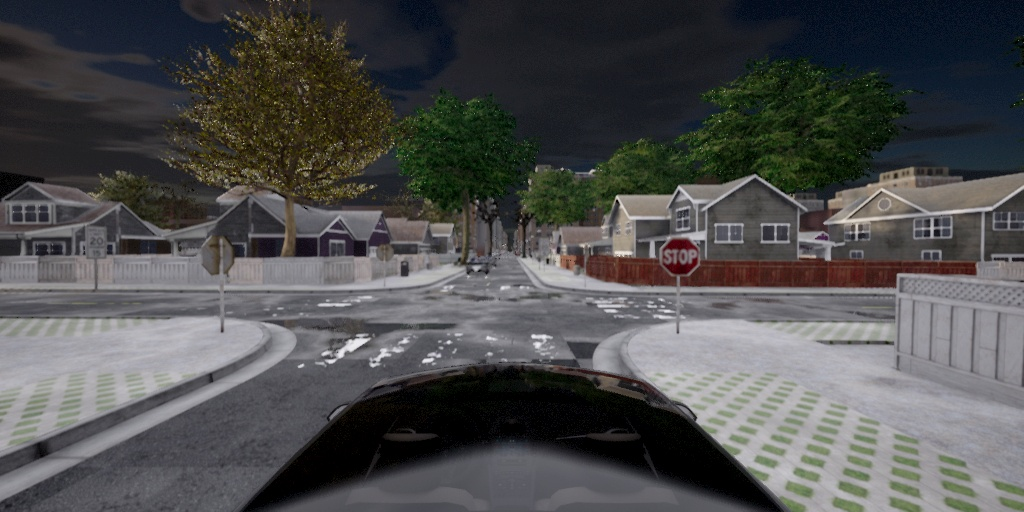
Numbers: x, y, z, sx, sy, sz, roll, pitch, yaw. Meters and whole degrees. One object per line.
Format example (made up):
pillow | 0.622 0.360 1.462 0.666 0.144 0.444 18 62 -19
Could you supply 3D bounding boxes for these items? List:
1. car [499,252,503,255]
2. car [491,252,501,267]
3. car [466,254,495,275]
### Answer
car | -2.862 0.057 61.200 1.812 1.442 4.674 0 1 0
car | -2.914 0.612 46.082 2.128 1.511 4.902 0 1 0
car | -2.897 0.818 31.468 2.128 1.511 4.902 0 1 0
